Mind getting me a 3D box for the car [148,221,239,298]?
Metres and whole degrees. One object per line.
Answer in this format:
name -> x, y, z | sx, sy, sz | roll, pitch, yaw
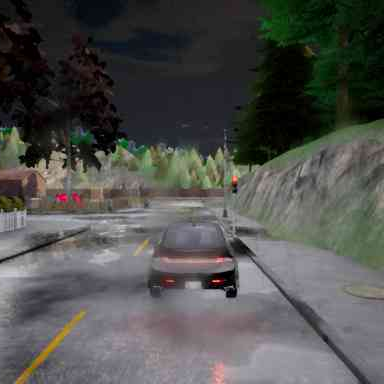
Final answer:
car -> 0.048, 1.492, 8.504 | 2.128, 1.511, 4.902 | 0, 0, 1
